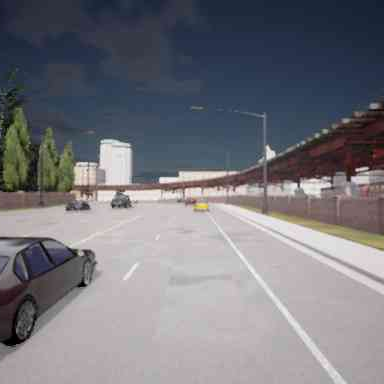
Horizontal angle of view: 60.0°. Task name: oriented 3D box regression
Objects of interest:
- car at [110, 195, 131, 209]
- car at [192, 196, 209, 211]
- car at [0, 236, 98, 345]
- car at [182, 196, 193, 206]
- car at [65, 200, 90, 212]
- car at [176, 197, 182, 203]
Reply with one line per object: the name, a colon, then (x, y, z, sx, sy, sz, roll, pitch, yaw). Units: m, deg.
car: (-10.538, 1.415, 49.717, 2.150, 2.045, 5.566, 0, 0, 1)
car: (1.247, 1.622, 42.681, 1.801, 1.575, 5.366, 0, 0, 0)
car: (-3.397, 1.573, 6.342, 2.033, 1.411, 5.357, 0, 0, 0)
car: (-0.223, 1.605, 62.460, 2.097, 1.767, 4.553, 0, 0, -4)
car: (-14.056, 1.725, 41.155, 1.994, 1.385, 4.181, 0, 0, 0)
car: (-2.397, 1.916, 78.088, 1.994, 1.385, 4.181, 0, -2, -13)
